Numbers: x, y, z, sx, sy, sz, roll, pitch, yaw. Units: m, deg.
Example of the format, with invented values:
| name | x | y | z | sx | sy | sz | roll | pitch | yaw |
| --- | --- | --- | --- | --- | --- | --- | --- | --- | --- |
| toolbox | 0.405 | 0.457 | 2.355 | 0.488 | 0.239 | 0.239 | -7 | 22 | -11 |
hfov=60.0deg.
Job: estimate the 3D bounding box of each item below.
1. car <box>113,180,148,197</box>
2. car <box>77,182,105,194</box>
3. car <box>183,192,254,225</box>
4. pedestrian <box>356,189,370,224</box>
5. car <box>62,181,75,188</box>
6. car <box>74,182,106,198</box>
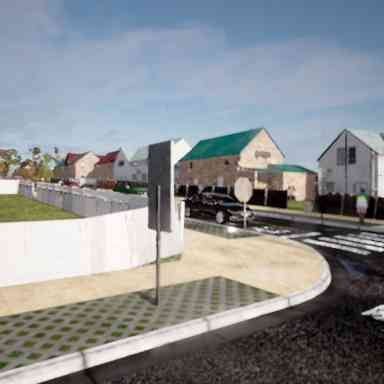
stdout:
| name | x | y | z | sx | sy | sz | roll | pitch | yaw |
| --- | --- | --- | --- | --- | --- | --- | --- | --- | --- |
| car | -4.493 | 0.066 | 26.675 | 2.150 | 2.045 | 5.566 | 0 | 2 | -35 |
| car | -13.562 | -0.541 | 44.623 | 2.033 | 1.411 | 5.357 | 0 | 3 | -35 |
| car | 1.302 | 0.827 | 18.426 | 1.837 | 1.490 | 4.892 | 0 | 3 | -35 |
| pedestrian | 9.008 | 0.726 | 17.655 | 0.375 | 1.860 | 0.375 | 4 | -2 | -35 |
| car | -19.143 | -1.019 | 52.476 | 1.812 | 1.442 | 4.674 | 0 | 3 | -35 |
| car | -10.610 | -0.157 | 35.398 | 1.837 | 1.490 | 4.892 | 0 | 3 | -35 |
